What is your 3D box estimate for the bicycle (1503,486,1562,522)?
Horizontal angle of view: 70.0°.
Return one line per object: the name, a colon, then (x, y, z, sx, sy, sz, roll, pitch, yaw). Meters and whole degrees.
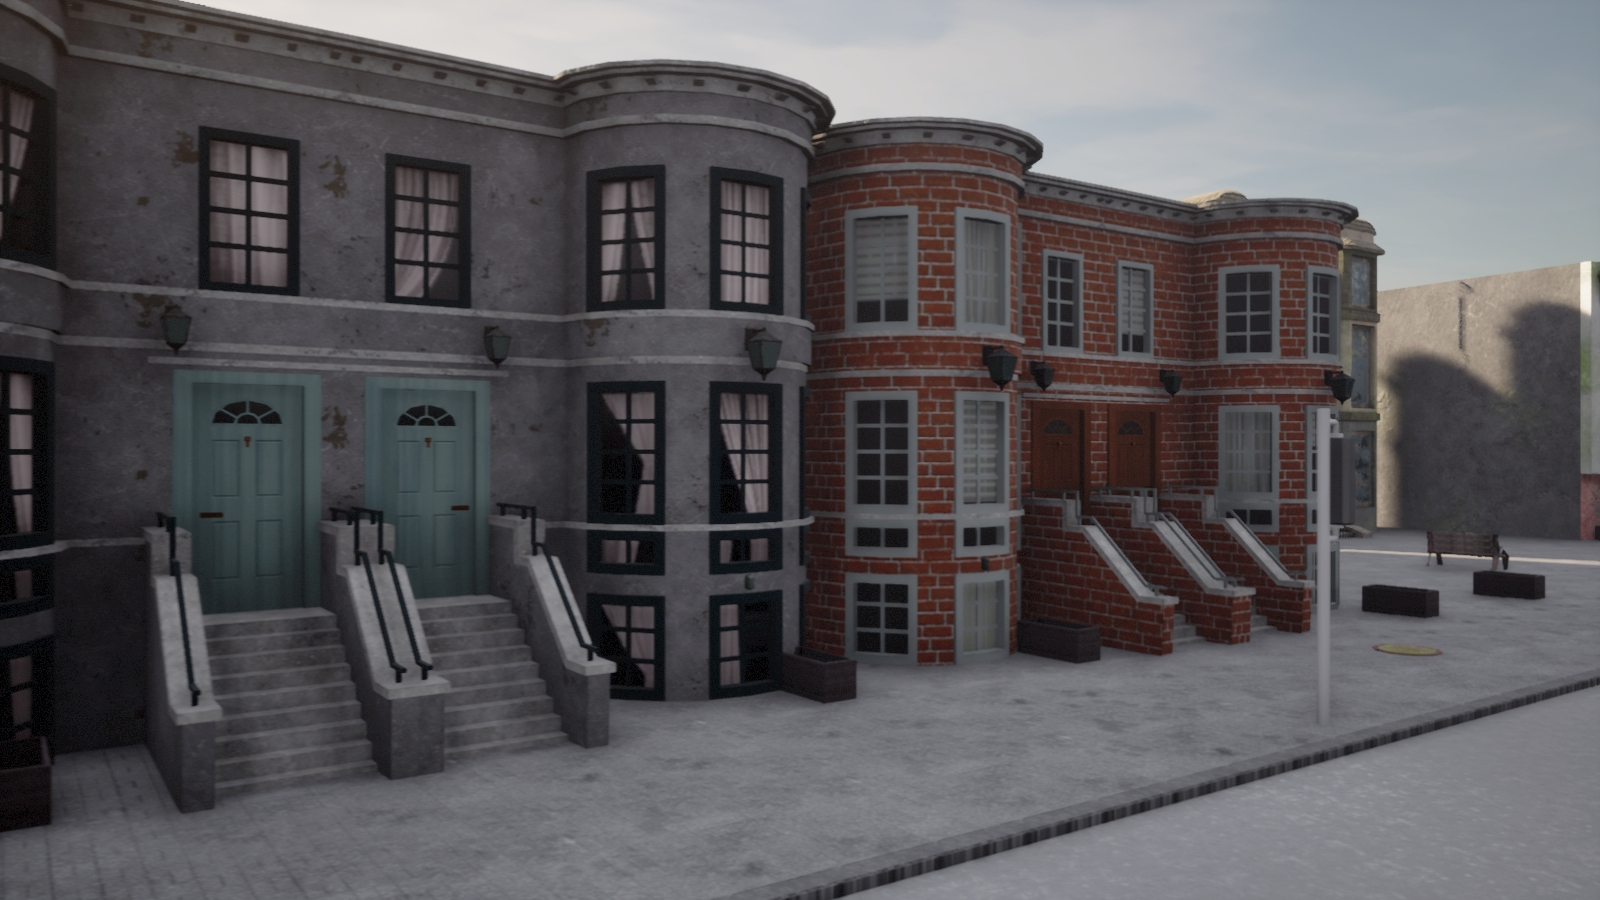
bicycle: (26.924, 1.971, 42.021, 0.329, 1.271, 1.835, 0, 0, -36)
